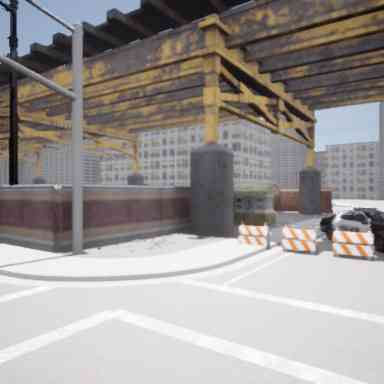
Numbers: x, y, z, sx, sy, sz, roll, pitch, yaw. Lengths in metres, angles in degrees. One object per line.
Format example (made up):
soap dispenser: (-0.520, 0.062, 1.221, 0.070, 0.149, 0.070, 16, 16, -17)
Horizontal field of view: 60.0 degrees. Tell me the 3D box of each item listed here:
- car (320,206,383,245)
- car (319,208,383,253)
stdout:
car: (7.469, 1.297, 13.857, 1.853, 1.218, 4.536, 0, 0, -11)
car: (7.479, 1.454, 13.807, 2.038, 1.542, 4.974, 0, 0, -11)
